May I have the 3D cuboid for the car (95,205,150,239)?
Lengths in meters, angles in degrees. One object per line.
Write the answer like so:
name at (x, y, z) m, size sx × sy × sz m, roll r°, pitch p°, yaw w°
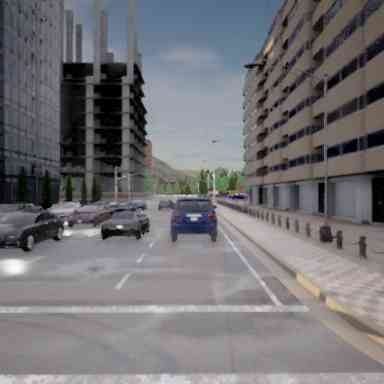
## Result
car at (-3.401, 1.614, 17.648) m, size 1.994 × 1.385 × 4.181 m, roll 0°, pitch 0°, yaw 0°

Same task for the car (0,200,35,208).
car at (-10.591, 1.407, 19.355) m, size 2.097 × 1.767 × 4.553 m, roll 0°, pitch 0°, yaw 0°

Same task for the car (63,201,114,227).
car at (-7.080, 1.594, 23.284) m, size 1.812 × 1.442 × 4.674 m, roll 0°, pitch 0°, yaw 0°

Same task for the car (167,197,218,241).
car at (0.110, 1.270, 17.132) m, size 2.150 × 2.045 × 5.566 m, roll 0°, pitch 0°, yaw 0°

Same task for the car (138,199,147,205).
car at (-7.002, 1.661, 43.587) m, size 1.812 × 1.442 × 4.674 m, roll 0°, pitch 0°, yaw 0°

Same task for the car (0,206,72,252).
car at (-7.090, 1.544, 14.259) m, size 1.837 × 1.490 × 4.892 m, roll 0°, pitch 0°, yaw 0°

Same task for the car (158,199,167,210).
car at (-3.497, 1.632, 45.082) m, size 2.128 × 1.511 × 4.902 m, roll 0°, pitch 0°, yaw 0°

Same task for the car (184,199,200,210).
car at (0.003, 1.704, 45.098) m, size 1.994 × 1.385 × 4.181 m, roll 0°, pitch 0°, yaw 0°

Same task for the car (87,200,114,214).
car at (-10.502, 1.682, 38.523) m, size 1.994 × 1.385 × 4.181 m, roll 0°, pitch 0°, yaw 0°

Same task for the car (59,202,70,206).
car at (-10.560, 1.612, 28.720) m, size 1.812 × 1.442 × 4.674 m, roll 0°, pitch 0°, yaw 0°

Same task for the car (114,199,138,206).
car at (-7.027, 1.665, 33.327) m, size 1.994 × 1.385 × 4.181 m, roll 0°, pitch 0°, yaw 0°
